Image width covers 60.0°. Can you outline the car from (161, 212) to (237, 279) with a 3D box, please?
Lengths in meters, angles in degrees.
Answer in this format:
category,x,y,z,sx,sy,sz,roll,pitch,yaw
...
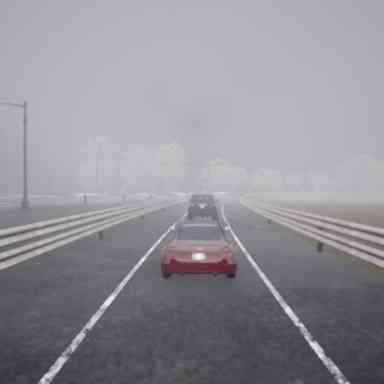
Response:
category,x,y,z,sx,sy,sz,roll,pitch,yaw
car,0.222,1.517,9.996,1.994,1.385,4.181,0,0,2

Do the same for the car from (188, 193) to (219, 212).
category,x,y,z,sx,sy,sz,roll,pitch,yaw
car,0.893,1.108,25.682,2.150,2.045,5.566,0,1,4
